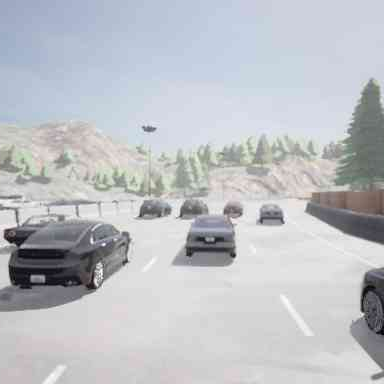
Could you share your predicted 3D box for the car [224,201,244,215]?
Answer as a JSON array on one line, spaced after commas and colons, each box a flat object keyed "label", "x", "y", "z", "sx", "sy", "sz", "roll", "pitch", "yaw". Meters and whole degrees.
[{"label": "car", "x": 4.189, "y": 1.643, "z": 33.153, "sx": 1.812, "sy": 1.442, "sz": 4.674, "roll": 0, "pitch": 0, "yaw": 13}]

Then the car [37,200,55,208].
[{"label": "car", "x": -15.840, "y": 1.566, "z": 40.325, "sx": 2.128, "sy": 1.511, "sz": 4.902, "roll": 0, "pitch": 0, "yaw": 14}]

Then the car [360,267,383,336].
[{"label": "car", "x": 3.754, "y": 1.516, "z": 3.820, "sx": 2.128, "sy": 1.511, "sz": 4.902, "roll": 0, "pitch": 0, "yaw": 2}]

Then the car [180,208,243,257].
[{"label": "car", "x": 0.828, "y": 1.592, "z": 13.255, "sx": 2.033, "sy": 1.411, "sz": 5.357, "roll": 0, "pitch": 0, "yaw": 6}]

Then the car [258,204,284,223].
[{"label": "car", "x": 6.339, "y": 1.652, "z": 26.712, "sx": 2.033, "sy": 1.411, "sz": 5.357, "roll": 0, "pitch": 0, "yaw": 11}]

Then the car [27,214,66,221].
[{"label": "car", "x": -6.015, "y": 1.628, "z": 14.862, "sx": 1.895, "sy": 1.301, "sz": 4.718, "roll": 0, "pitch": 0, "yaw": 6}]

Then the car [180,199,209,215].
[{"label": "car", "x": 0.297, "y": 1.452, "z": 31.730, "sx": 2.097, "sy": 1.767, "sz": 4.553, "roll": 0, "pitch": 0, "yaw": 12}]

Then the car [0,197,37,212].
[{"label": "car", "x": -19.881, "y": 1.581, "z": 38.534, "sx": 1.812, "sy": 1.442, "sz": 4.674, "roll": 0, "pitch": 0, "yaw": 14}]

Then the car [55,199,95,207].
[{"label": "car", "x": -12.867, "y": 1.554, "z": 37.777, "sx": 1.882, "sy": 1.535, "sz": 5.008, "roll": 0, "pitch": -1, "yaw": 14}]

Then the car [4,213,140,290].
[{"label": "car", "x": -2.974, "y": 1.524, "z": 9.177, "sx": 1.837, "sy": 1.490, "sz": 4.892, "roll": 0, "pitch": 0, "yaw": 4}]

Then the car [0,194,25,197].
[{"label": "car", "x": -22.901, "y": 1.276, "z": 40.938, "sx": 2.150, "sy": 2.045, "sz": 5.566, "roll": 0, "pitch": 0, "yaw": 14}]

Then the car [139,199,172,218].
[{"label": "car", "x": -3.332, "y": 1.440, "z": 31.503, "sx": 2.097, "sy": 1.767, "sz": 4.553, "roll": 0, "pitch": 0, "yaw": 12}]
